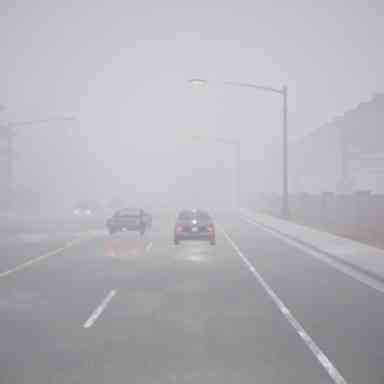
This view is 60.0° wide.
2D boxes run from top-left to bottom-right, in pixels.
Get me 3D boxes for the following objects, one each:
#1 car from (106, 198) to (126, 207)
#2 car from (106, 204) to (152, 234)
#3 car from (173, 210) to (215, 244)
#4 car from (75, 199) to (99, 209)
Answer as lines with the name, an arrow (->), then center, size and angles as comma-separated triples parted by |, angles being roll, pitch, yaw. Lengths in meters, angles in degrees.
car -> -10.559, 1.532, 46.825 | 2.033, 1.411, 5.357 | 0, 0, 1
car -> -3.398, 1.594, 19.047 | 1.895, 1.301, 4.718 | 0, 0, 0
car -> 0.102, 1.542, 15.810 | 2.033, 1.411, 5.357 | 0, 0, 0
car -> -14.067, 1.587, 44.724 | 1.895, 1.301, 4.718 | 0, 0, 0
